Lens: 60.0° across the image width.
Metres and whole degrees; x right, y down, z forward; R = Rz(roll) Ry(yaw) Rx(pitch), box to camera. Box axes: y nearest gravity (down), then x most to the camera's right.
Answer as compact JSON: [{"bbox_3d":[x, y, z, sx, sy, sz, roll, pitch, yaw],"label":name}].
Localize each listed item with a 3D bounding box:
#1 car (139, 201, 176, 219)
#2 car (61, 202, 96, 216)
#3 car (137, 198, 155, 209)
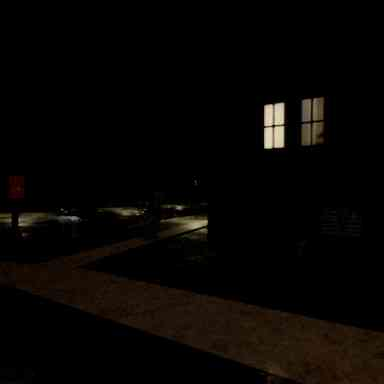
[{"bbox_3d":[-3.161,1.965,34.593,2.128,1.511,4.902,1,-1,19],"label":"car"},{"bbox_3d":[-12.658,1.910,37.537,1.812,1.442,4.674,1,-1,19],"label":"car"},{"bbox_3d":[-6.985,1.793,53.181,2.097,1.767,4.553,1,-1,21],"label":"car"}]
